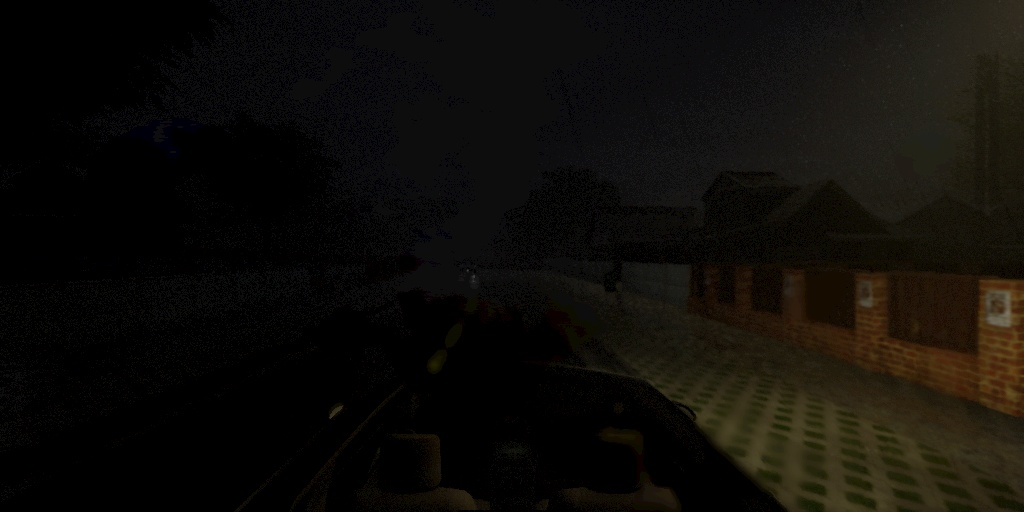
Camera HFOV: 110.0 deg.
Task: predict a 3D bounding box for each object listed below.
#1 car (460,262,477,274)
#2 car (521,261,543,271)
[{"bbox_3d":[-4.931,1.290,41.039,1.895,1.301,4.718,0,0,-6],"label":"car"},{"bbox_3d":[3.687,1.396,49.463,4.902,1.511,2.128,2,1,-7],"label":"car"}]
